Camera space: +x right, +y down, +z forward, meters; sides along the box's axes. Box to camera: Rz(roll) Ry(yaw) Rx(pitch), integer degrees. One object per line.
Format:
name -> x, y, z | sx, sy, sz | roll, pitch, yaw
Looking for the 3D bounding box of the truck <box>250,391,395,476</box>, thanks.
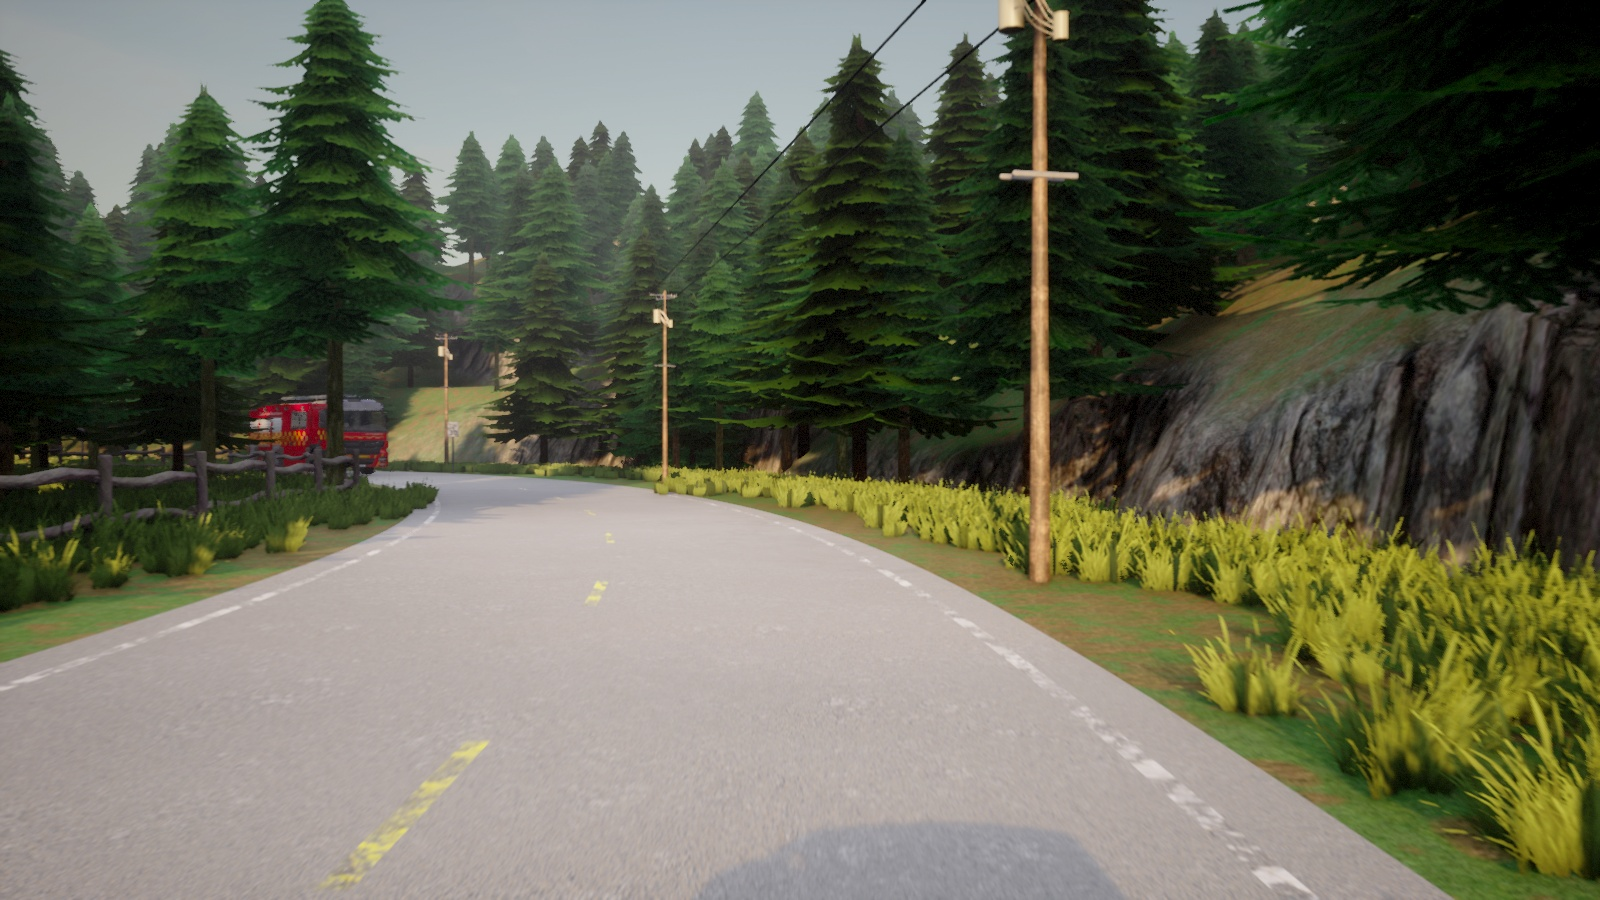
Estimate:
truck -> -23.064, -0.776, 60.381 | 8.468, 3.827, 2.891 | 0, 0, 42
